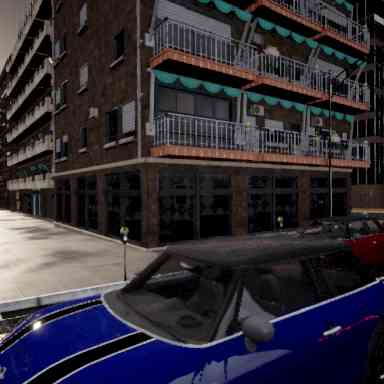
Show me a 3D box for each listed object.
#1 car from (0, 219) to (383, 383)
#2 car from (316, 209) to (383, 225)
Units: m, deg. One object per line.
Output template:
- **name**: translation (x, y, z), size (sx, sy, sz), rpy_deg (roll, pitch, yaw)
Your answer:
- **car**: translation (0.287, 1.351, 3.582), size (4.553, 1.767, 2.097), rpy_deg (0, 0, -36)
- **car**: translation (4.009, 1.438, 9.450), size (4.097, 1.590, 1.967), rpy_deg (0, -1, -36)
